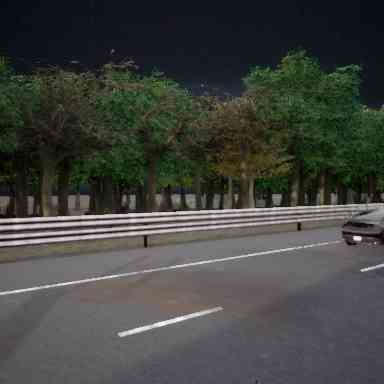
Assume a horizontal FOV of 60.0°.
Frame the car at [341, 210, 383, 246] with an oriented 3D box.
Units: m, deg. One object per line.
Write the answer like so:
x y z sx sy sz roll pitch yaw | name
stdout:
8.269 1.516 14.067 4.892 1.490 1.837 0 0 -35 | car
